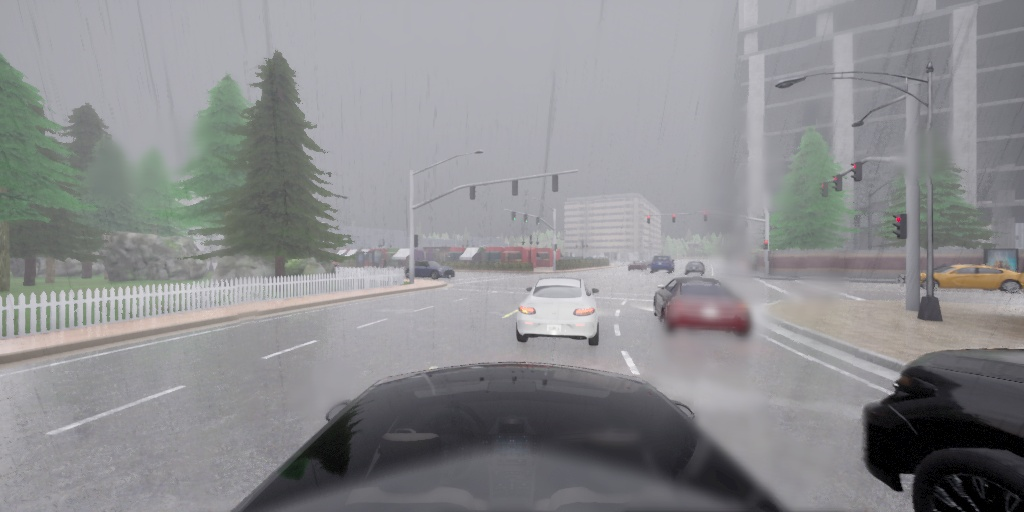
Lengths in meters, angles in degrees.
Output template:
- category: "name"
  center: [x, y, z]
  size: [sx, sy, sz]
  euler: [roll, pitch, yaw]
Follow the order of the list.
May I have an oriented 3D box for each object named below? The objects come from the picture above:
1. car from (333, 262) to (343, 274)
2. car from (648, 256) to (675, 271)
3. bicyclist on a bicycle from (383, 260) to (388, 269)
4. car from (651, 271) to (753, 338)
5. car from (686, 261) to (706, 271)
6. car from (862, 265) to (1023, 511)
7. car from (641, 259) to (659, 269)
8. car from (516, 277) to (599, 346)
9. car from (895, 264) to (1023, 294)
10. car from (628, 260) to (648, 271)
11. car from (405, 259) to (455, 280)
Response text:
- category: "car"
  center: [-21.351, 1.027, 39.971]
  size: [5.566, 2.045, 2.150]
  euler: [0, 0, 30]
- category: "car"
  center: [18.026, 0.970, 42.771]
  size: [2.150, 2.045, 5.566]
  euler: [0, 0, 29]
- category: "bicyclist on a bicycle"
  center: [-15.686, 1.258, 44.313]
  size: [0.582, 1.620, 1.656]
  euler: [0, 0, -22]
- category: "car"
  center: [5.307, 1.314, 10.435]
  size: [1.994, 1.385, 4.181]
  euler: [0, 0, 17]
- category: "car"
  center: [20.250, 1.297, 39.577]
  size: [2.033, 1.411, 5.357]
  euler: [0, 0, 29]
- category: "car"
  center: [3.720, 0.972, 0.213]
  size: [2.150, 2.045, 5.566]
  euler: [0, 0, -2]
- category: "car"
  center: [22.361, 1.297, 58.045]
  size: [2.033, 1.411, 5.357]
  euler: [0, 0, 30]
- category: "car"
  center: [1.285, 1.276, 9.432]
  size: [1.812, 1.442, 4.674]
  euler: [0, 0, 11]
- category: "car"
  center: [26.438, 1.283, 21.064]
  size: [5.008, 1.535, 1.882]
  euler: [0, 0, 29]
- category: "car"
  center: [17.057, 1.350, 48.593]
  size: [1.895, 1.301, 4.718]
  euler: [0, 0, 29]
- category: "car"
  center: [-7.286, 1.157, 31.969]
  size: [4.553, 1.767, 2.097]
  euler: [0, 0, 30]
